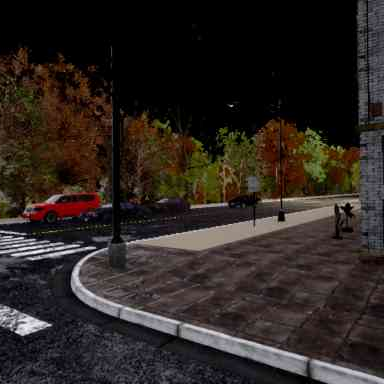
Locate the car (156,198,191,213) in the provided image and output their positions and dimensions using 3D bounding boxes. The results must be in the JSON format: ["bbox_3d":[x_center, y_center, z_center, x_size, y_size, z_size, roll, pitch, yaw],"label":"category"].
[{"bbox_3d":[-2.264,1.334,33.425,2.033,1.411,5.357,-1,0,36],"label":"car"}]

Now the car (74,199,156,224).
[{"bbox_3d":[-5.330,1.388,23.775,2.033,1.411,5.357,-1,0,36],"label":"car"}]

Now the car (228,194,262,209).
[{"bbox_3d":[5.966,1.151,39.115,1.837,1.490,4.892,-1,0,36],"label":"car"}]

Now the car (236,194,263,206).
[{"bbox_3d":[8.338,1.109,47.761,1.837,1.490,4.892,-1,0,37],"label":"car"}]

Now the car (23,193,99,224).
[{"bbox_3d":[-9.145,1.127,24.077,2.150,2.045,5.566,-1,0,36],"label":"car"}]
